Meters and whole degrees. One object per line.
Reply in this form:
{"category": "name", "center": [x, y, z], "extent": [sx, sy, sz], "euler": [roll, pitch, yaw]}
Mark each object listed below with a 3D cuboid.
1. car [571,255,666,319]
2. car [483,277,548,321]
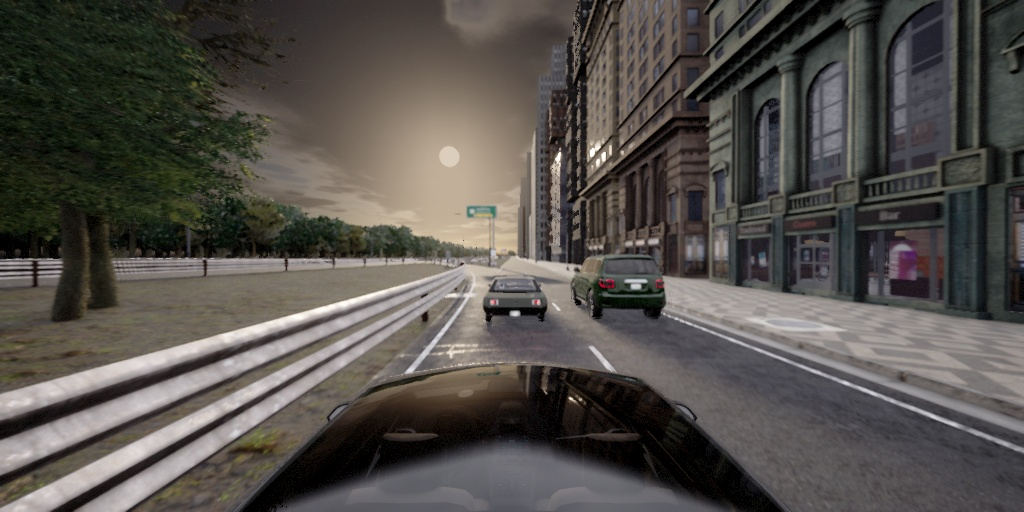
{"category": "car", "center": [3.594, 0.982, 13.068], "extent": [2.150, 2.045, 5.566], "euler": [0, 0, 0]}
{"category": "car", "center": [0.094, 1.359, 12.467], "extent": [1.895, 1.301, 4.718], "euler": [0, 0, 0]}
